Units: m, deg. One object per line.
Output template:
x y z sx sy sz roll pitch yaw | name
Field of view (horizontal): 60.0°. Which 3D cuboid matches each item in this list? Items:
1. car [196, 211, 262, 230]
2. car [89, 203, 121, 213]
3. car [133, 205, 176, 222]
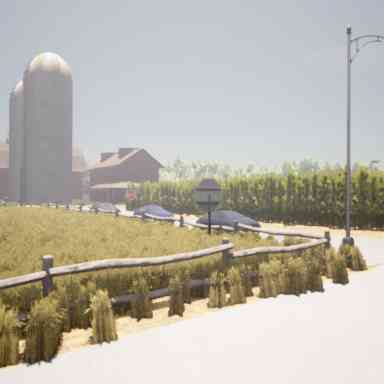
2.058 1.782 19.246 1.994 1.385 4.181 1 -1 -35 | car
-9.261 1.836 35.126 2.033 1.411 5.357 1 0 -35 | car
-3.107 1.794 26.486 1.812 1.442 4.674 1 -1 -35 | car
